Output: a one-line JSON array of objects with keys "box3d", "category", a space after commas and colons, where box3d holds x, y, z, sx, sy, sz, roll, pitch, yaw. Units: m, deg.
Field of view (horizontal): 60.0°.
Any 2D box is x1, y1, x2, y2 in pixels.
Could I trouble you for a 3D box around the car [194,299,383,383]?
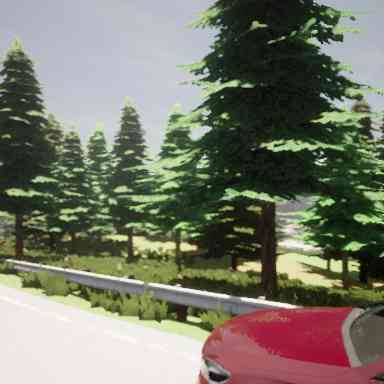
[{"box3d": [2.290, 1.554, 2.626, 4.674, 1.442, 1.812, 0, 0, 27], "category": "car"}]
